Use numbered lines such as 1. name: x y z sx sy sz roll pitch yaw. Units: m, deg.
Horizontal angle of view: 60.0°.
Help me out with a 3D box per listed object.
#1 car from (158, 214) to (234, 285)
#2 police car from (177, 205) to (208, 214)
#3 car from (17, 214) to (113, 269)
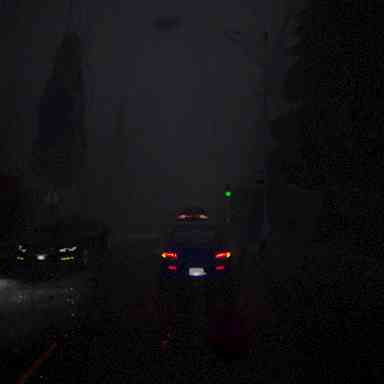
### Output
1. car: 0.094 1.570 9.496 1.812 1.442 4.674 0 0 0
2. police car: 0.048 1.602 21.214 2.038 1.542 4.974 0 0 0
3. car: -4.064 1.560 11.427 1.837 1.490 4.892 0 -1 0
